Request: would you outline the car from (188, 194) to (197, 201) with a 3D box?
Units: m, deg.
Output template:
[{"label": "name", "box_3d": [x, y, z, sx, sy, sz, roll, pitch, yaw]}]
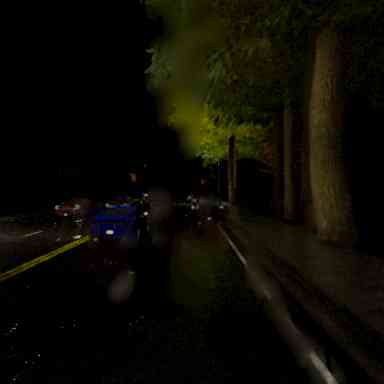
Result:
[{"label": "car", "box_3d": [0.079, 1.120, 73.629, 2.033, 1.411, 5.357, 0, 0, 0]}]

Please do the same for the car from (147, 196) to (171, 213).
[{"label": "car", "box_3d": [-3.114, 1.393, 33.628, 1.895, 1.301, 4.718, 0, 0, 0]}]

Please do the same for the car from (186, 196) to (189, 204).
[{"label": "car", "box_3d": [0.059, 1.252, 54.670, 1.994, 1.385, 4.181, 0, 0, 0]}]

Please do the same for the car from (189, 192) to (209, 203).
[{"label": "car", "box_3d": [1.016, 0.998, 37.377, 2.150, 2.045, 5.566, 0, 0, 0]}]

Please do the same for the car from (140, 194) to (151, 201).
[{"label": "car", "box_3d": [-9.675, 1.138, 69.343, 2.128, 1.511, 4.902, 0, 0, 0]}]

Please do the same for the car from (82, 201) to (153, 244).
[{"label": "car", "box_3d": [-3.134, 1.373, 15.165, 1.882, 1.535, 5.008, 0, 0, 0]}]

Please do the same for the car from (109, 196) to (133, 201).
[{"label": "car", "box_3d": [-6.563, 1.160, 30.653, 2.097, 1.767, 4.553, 0, 0, 0]}]

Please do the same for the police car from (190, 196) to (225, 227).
[{"label": "police car", "box_3d": [0.998, 1.283, 21.457, 1.930, 1.638, 5.238, 0, 0, 0]}]

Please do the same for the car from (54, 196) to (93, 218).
[{"label": "car", "box_3d": [-9.817, 1.174, 28.045, 2.097, 1.767, 4.553, 0, 0, 0]}]

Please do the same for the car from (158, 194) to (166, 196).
[{"label": "car", "box_3d": [-6.423, 1.100, 71.564, 2.128, 1.511, 4.902, 0, 0, 0]}]
